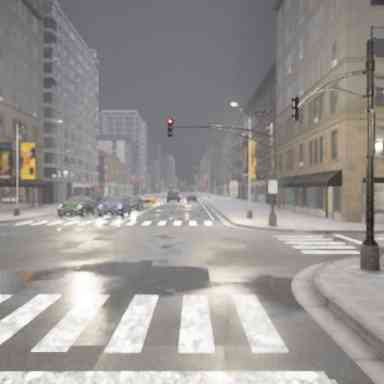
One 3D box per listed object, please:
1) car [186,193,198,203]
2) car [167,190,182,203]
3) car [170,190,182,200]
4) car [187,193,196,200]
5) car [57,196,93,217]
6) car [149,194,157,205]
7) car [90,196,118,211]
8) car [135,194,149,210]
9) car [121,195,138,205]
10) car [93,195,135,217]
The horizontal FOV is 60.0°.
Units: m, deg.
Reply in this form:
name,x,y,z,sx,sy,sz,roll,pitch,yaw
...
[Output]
name,x,y,z,sx,sy,sz,roll,pitch,yaw
car,-0.034,1.084,59.225,1.837,1.490,4.892,0,0,0
car,-3.284,0.800,59.251,2.150,2.045,5.566,0,0,0
car,-3.290,0.595,69.670,2.150,2.045,5.566,0,0,0
car,-0.040,0.894,69.644,1.812,1.442,4.674,0,0,0
car,-9.855,1.152,28.738,2.097,1.767,4.553,0,0,0
car,-6.598,1.116,51.171,1.882,1.535,5.008,0,0,0
car,-9.858,1.241,37.711,1.837,1.490,4.892,0,1,0
car,-6.604,1.229,37.579,2.128,1.511,4.902,0,0,0
car,-9.841,1.155,52.421,1.812,1.442,4.674,0,0,0
car,-6.605,1.152,28.739,2.097,1.767,4.553,0,0,0
